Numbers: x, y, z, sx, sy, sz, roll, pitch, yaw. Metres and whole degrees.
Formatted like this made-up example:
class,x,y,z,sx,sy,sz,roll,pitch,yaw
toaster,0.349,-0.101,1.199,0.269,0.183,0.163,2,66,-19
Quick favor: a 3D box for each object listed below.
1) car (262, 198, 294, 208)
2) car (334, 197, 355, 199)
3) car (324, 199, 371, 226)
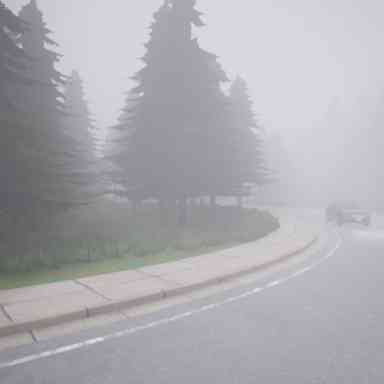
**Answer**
class,x,y,z,sx,sy,sz,roll,pitch,yaw
car,11.892,1.528,46.326,1.895,1.301,4.718,0,0,-26
car,15.011,1.290,33.441,2.097,1.767,4.553,0,0,0
car,10.566,1.451,22.799,2.128,1.511,4.902,0,0,8
